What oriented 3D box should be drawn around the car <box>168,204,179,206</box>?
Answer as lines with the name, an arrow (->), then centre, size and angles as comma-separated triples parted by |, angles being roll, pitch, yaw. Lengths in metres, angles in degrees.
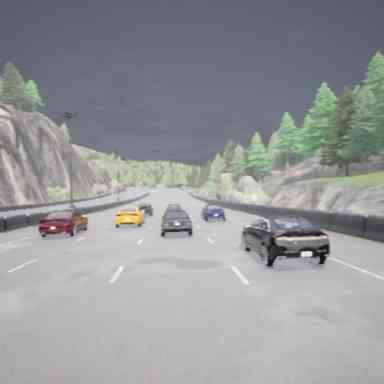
car -> -1.934, 2.004, 35.931 | 2.033, 1.411, 5.357 | -2, -1, -3

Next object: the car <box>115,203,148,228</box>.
car -> -4.882, 1.910, 26.609 | 1.882, 1.535, 5.008 | -2, -1, -3

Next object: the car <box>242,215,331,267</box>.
car -> 3.025, 1.541, 11.639 | 2.128, 1.511, 4.902 | -2, -1, -3

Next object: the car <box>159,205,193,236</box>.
car -> -0.992, 1.803, 20.360 | 2.033, 1.411, 5.357 | -2, -1, -5

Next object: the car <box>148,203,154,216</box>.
car -> -5.713, 2.115, 40.465 | 1.837, 1.490, 4.892 | -2, 0, -3

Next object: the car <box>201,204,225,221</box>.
car -> 1.897, 1.818, 30.478 | 1.812, 1.442, 4.674 | -2, -1, -3

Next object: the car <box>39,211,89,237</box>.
car -> -8.075, 1.937, 21.378 | 1.882, 1.535, 5.008 | -2, -1, -3
